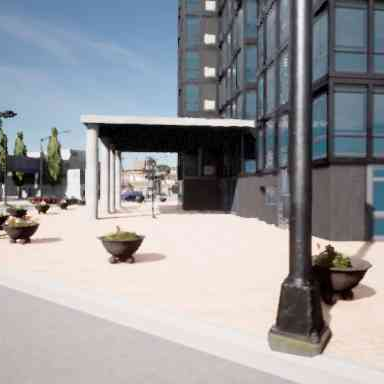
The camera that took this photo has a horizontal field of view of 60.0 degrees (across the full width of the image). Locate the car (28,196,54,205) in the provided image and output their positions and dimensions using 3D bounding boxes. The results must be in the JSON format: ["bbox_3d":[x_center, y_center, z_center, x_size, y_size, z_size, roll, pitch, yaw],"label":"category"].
[{"bbox_3d":[-21.509,1.224,49.069,1.895,1.301,4.718,1,0,42],"label":"car"}]

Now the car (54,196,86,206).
[{"bbox_3d":[-16.898,1.258,47.787,1.895,1.301,4.718,0,0,24],"label":"car"}]

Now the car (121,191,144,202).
[{"bbox_3d":[-11.530,0.834,62.672,2.150,2.045,5.566,1,0,34],"label":"car"}]
